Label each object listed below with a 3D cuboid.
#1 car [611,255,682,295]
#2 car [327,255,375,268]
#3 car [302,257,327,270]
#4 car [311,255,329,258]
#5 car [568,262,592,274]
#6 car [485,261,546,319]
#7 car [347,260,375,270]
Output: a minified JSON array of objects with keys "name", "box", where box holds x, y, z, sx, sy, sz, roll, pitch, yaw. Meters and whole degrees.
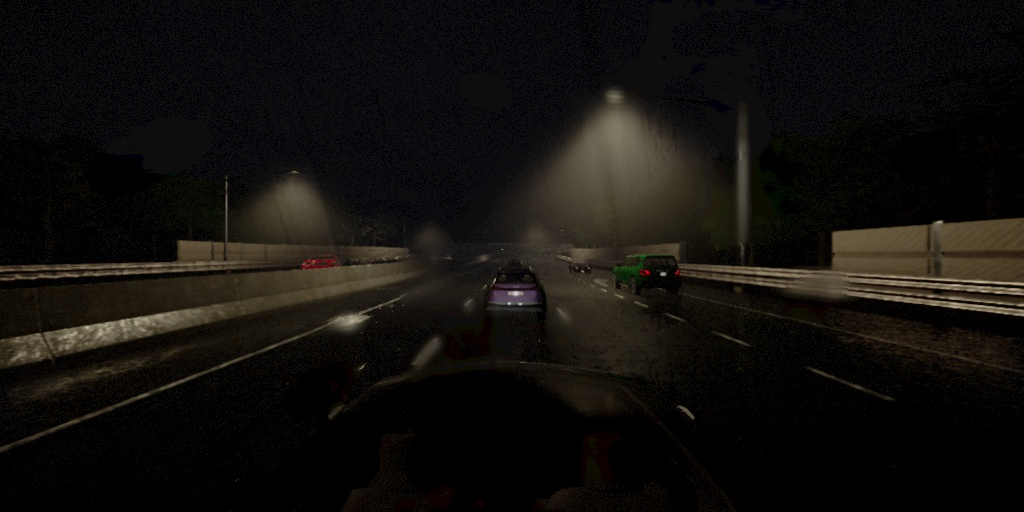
[{"name":"car","box":[7.133,0.943,19.550,2.150,2.045,5.566,0,0,0]},{"name":"car","box":[-13.998,1.047,31.803,2.097,1.767,4.553,0,0,0]},{"name":"car","box":[-17.484,1.169,33.625,1.882,1.535,5.008,0,0,1]},{"name":"car","box":[-24.381,0.887,45.802,2.150,2.045,5.566,0,0,1]},{"name":"car","box":[7.241,1.285,38.867,1.895,1.301,4.718,0,0,0]},{"name":"car","box":[0.113,1.163,12.770,2.033,1.649,4.856,0,0,0]},{"name":"car","box":[-20.828,1.259,49.743,1.895,1.301,4.718,0,0,1]}]
